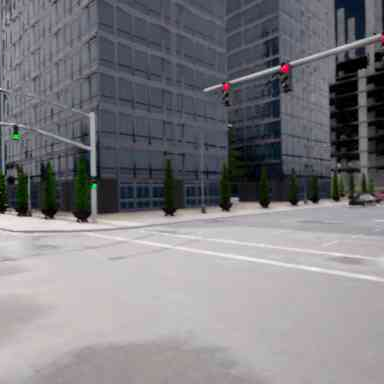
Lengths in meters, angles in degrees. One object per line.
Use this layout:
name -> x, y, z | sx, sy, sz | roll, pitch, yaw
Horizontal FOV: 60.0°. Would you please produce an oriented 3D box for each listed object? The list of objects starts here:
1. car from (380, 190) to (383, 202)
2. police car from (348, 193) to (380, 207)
car -> 28.435, 0.607, 47.945 | 5.566, 2.045, 2.150 | -1, 0, -44
police car -> 20.628, 0.965, 40.349 | 5.238, 1.638, 1.930 | -1, 0, -44
